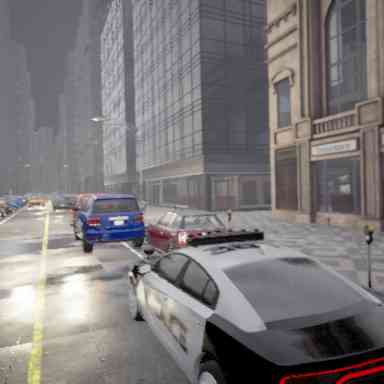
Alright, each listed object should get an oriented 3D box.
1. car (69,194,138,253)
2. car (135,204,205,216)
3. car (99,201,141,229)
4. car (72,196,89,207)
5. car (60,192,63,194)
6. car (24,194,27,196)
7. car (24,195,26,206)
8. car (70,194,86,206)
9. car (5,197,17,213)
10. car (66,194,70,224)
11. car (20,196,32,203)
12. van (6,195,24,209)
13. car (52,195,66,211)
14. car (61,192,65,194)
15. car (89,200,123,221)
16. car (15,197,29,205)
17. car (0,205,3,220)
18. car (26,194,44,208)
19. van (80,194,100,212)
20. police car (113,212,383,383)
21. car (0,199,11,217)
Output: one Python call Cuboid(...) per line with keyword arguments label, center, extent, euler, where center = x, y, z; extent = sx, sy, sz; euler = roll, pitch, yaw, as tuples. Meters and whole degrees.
Cuboid(label="car", center=(-3.572, 1.132, 13.721), extent=(2.150, 2.045, 5.566), euler=(-2, 1, -24))
Cuboid(label="car", center=(-0.320, 1.306, 11.087), extent=(1.967, 1.590, 4.097), euler=(-1, 1, -23))
Cuboid(label="car", center=(-4.803, 1.370, 21.541), extent=(1.752, 1.417, 4.829), euler=(-1, 1, -23))
Cuboid(label="car", center=(-15.778, 1.338, 47.128), extent=(1.887, 1.381, 4.507), euler=(-1, 1, -23))
Cuboid(label="car", center=(-33.444, 1.281, 88.316), extent=(1.947, 1.339, 4.313), euler=(-1, 1, -23))
Cuboid(label="car", center=(-28.025, 1.433, 54.055), extent=(1.967, 1.590, 4.097), euler=(-1, 1, -23))
Cuboid(label="car", center=(-25.813, 1.585, 48.908), extent=(1.802, 1.307, 4.206), euler=(-1, 1, -23))
Cuboid(label="car", center=(-17.988, 1.223, 52.275), extent=(1.967, 1.590, 4.097), euler=(-1, 1, -23))
Cuboid(label="car", center=(-19.189, 1.579, 33.464), extent=(1.887, 1.381, 4.507), euler=(-1, 1, -23))
Cuboid(label="car", center=(-5.868, 1.121, 19.274), extent=(2.150, 2.045, 5.566), euler=(-2, 1, -23))
Cuboid(label="car", center=(-34.647, 1.529, 69.500), extent=(1.947, 1.339, 4.313), euler=(-1, 1, -23))
Cuboid(label="van", center=(-23.610, 1.354, 43.758), extent=(1.690, 1.788, 3.998), euler=(-1, 1, -23))
Cuboid(label="car", center=(-15.224, 1.442, 38.913), extent=(1.994, 1.385, 4.181), euler=(-2, 1, -22))
Cuboid(label="car", center=(-31.236, 1.290, 83.168), extent=(1.947, 1.339, 4.313), euler=(-1, 1, -23))
Cuboid(label="car", center=(-6.944, 1.379, 26.534), extent=(1.887, 1.381, 4.507), euler=(-1, 1, -23))
Cuboid(label="car", center=(-30.230, 1.549, 59.204), extent=(1.947, 1.339, 4.313), euler=(-1, 1, -23))
Cuboid(label="car", center=(-14.775, 1.495, 23.166), extent=(1.967, 1.590, 4.097), euler=(-1, 1, -23))
Cuboid(label="car", center=(-22.531, 1.413, 48.248), extent=(1.882, 1.535, 5.008), euler=(-2, 1, -23))
Cuboid(label="van", center=(-11.364, 1.155, 36.828), extent=(1.690, 1.788, 3.998), euler=(-1, 1, -23))
Cuboid(label="police car", center=(0.413, 1.351, 4.645), extent=(1.930, 1.638, 5.238), euler=(-2, 1, -23))
Cuboid(label="car", center=(-16.981, 1.589, 28.315), extent=(1.887, 1.381, 4.507), euler=(-1, 1, -23))
